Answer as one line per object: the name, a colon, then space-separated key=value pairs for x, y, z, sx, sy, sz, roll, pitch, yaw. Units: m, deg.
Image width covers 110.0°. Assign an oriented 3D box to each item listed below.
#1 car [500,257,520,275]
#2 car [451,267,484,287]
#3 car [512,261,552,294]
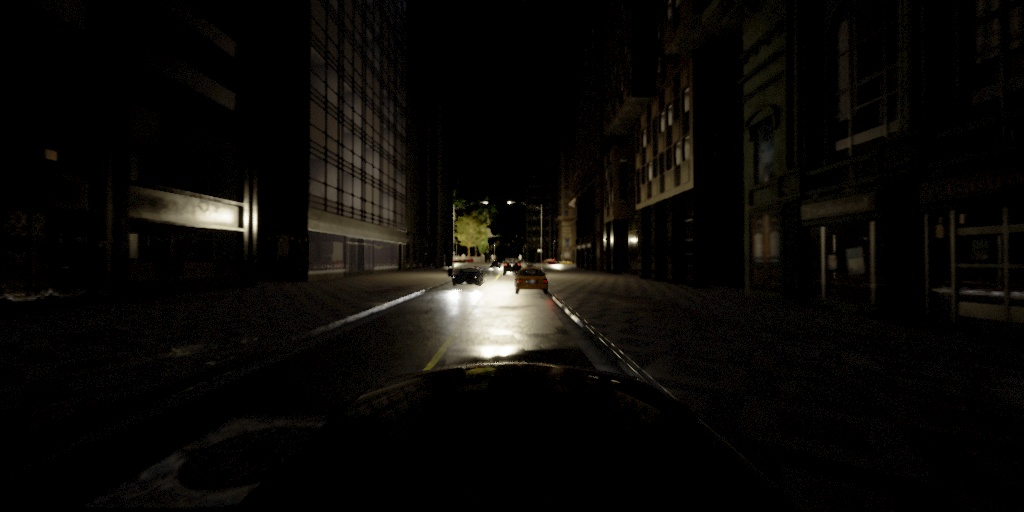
car: x=0.046 y=1.169 z=42.947 sx=2.150 sy=2.045 sz=5.566 roll=0 pitch=0 yaw=1
car: x=-3.094 y=1.464 z=25.612 sx=1.895 sy=1.301 sz=4.718 roll=0 pitch=0 yaw=0
car: x=1.053 y=1.297 z=20.912 sx=1.801 sy=1.575 sz=5.366 roll=0 pitch=0 yaw=0
